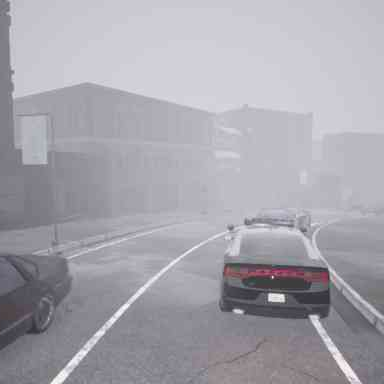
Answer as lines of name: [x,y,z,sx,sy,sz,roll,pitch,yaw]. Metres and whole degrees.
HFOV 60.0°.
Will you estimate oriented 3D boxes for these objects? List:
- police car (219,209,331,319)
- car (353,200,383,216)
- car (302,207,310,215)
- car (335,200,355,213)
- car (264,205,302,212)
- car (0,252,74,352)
police car: [1.744,1.433,7.673,1.930,1.638,5.238,1,0,10]
car: [22.474,2.106,40.389,5.357,1.411,2.033,2,3,-32]
car: [6.615,1.613,21.857,1.812,1.442,4.674,2,1,28]
car: [20.646,1.826,43.119,4.902,1.511,2.128,2,3,-32]
car: [4.256,1.521,16.687,1.882,1.535,5.008,2,0,21]
car: [-3.312,1.523,4.016,2.033,1.411,5.357,0,0,4]
